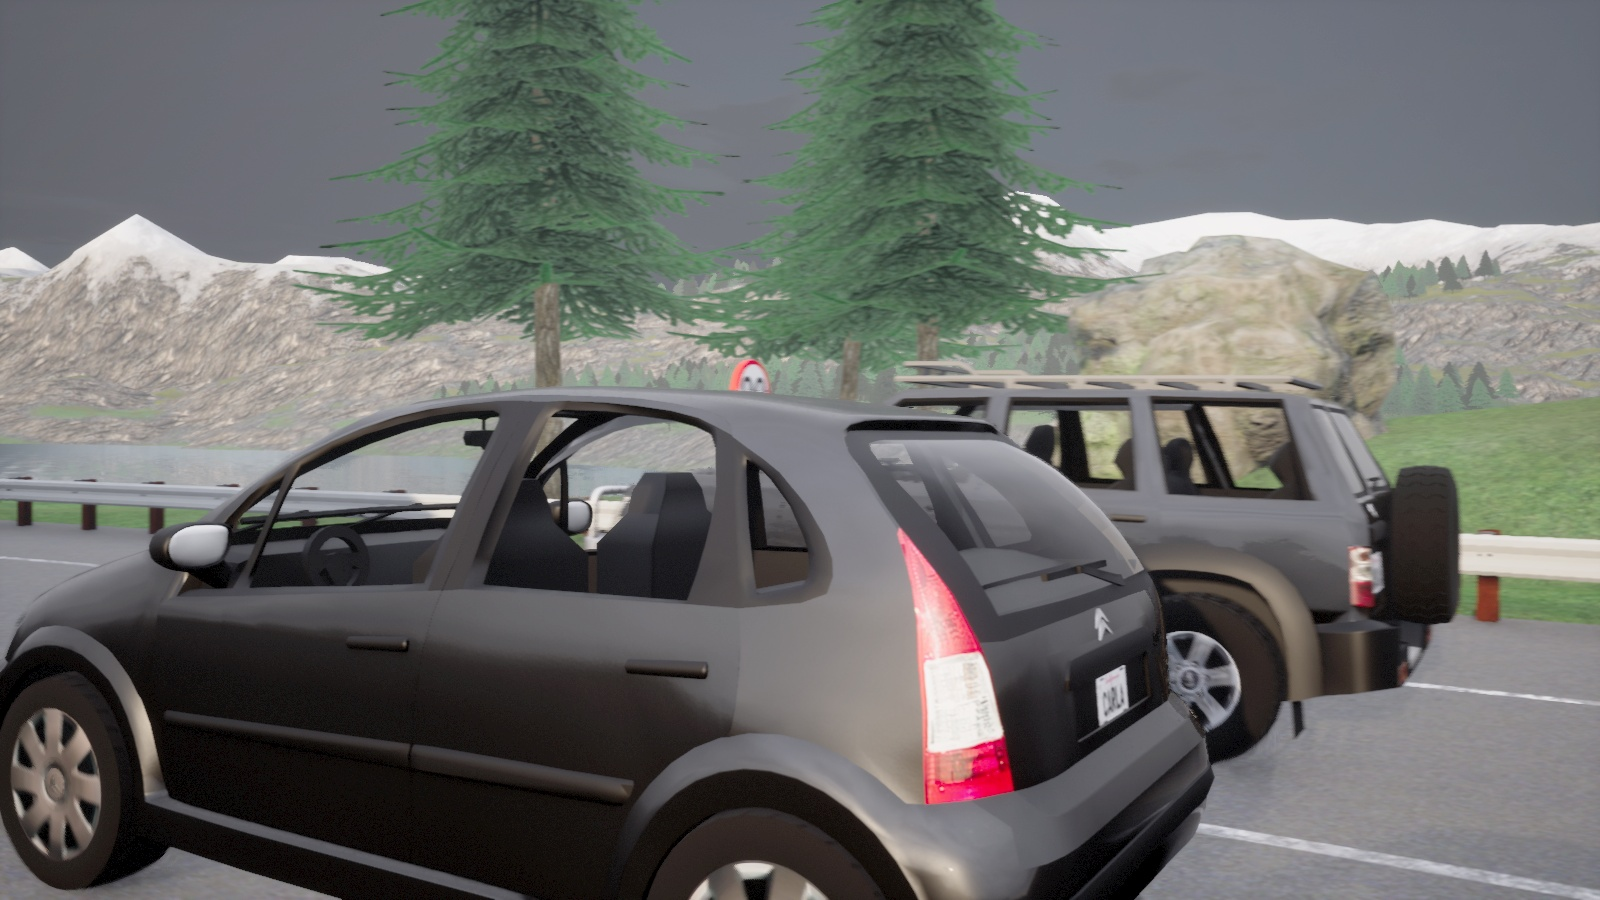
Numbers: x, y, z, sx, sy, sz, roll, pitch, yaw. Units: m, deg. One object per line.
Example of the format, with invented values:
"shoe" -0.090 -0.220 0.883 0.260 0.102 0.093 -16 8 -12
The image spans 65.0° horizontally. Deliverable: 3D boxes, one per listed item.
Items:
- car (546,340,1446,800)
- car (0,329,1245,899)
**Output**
"car" 0.971 0.446 7.076 4.605 1.855 1.932 1 1 31
"car" -0.835 0.584 4.053 3.988 1.617 1.851 0 1 31
